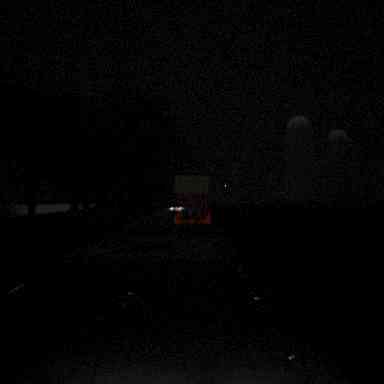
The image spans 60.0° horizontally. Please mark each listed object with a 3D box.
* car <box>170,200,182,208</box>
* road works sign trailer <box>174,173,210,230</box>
[{"bbox_3d":[-2.802,2.008,58.245,1.994,1.385,4.181,0,-1,1],"label":"car"},{"bbox_3d":[-0.002,0.570,21.905,2.380,3.560,2.880,0,0,0],"label":"road works sign trailer"}]
